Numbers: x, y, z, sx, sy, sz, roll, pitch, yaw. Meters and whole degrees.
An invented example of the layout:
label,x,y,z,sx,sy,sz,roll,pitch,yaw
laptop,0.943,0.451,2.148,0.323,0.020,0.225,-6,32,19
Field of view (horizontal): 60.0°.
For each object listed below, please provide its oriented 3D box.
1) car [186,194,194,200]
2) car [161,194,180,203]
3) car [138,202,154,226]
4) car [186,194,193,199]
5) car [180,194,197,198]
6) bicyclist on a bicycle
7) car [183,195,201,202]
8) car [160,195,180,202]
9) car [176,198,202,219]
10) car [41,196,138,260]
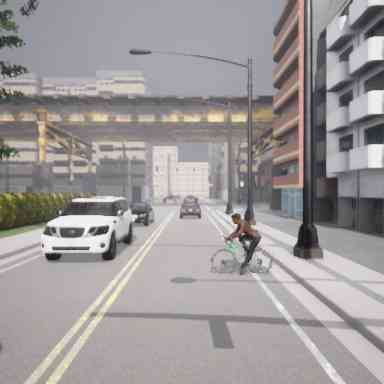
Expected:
label,x,y,z,sx,sy,sz,roll,pitch,yaw
car,-0.595,1.380,89.123,2.038,1.542,4.974,0,0,-1
car,-4.164,1.401,62.803,2.038,1.542,4.974,0,0,24
car,-3.761,1.473,23.247,2.128,1.511,4.902,0,0,0
car,-0.596,1.222,89.175,1.853,1.218,4.536,0,0,-1
car,-0.001,1.401,62.531,2.038,1.542,4.974,0,0,-21
bicyclist on a bicycle,1.339,1.414,8.949,1.656,1.620,0.582,0,0,0
car,-0.020,1.244,62.579,1.853,1.218,4.536,0,0,-21
car,-4.143,1.244,62.851,1.853,1.218,4.536,0,0,24
car,-0.135,1.523,29.286,2.033,1.411,5.357,0,0,0
car,-3.683,1.211,12.791,2.150,2.045,5.566,0,0,0
